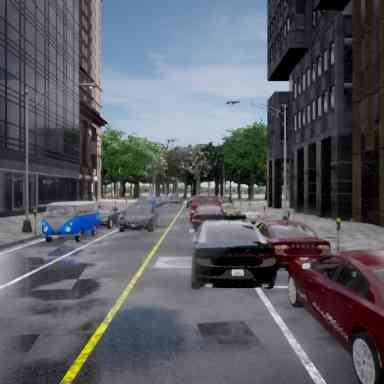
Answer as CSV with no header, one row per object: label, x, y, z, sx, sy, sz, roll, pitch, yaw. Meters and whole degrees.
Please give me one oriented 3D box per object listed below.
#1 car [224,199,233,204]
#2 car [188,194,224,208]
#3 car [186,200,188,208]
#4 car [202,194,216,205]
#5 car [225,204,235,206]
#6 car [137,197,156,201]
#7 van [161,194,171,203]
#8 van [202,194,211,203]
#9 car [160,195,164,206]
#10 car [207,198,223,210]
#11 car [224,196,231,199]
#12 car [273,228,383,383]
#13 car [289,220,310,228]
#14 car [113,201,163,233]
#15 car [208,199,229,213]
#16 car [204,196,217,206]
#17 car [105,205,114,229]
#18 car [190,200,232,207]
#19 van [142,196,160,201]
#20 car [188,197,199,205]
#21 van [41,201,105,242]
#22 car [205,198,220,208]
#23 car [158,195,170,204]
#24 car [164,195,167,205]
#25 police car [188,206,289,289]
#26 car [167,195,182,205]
car,2.863,1.527,26.962,1.752,1.417,4.829,0,0,0
car,0.958,1.224,25.219,2.150,2.045,5.566,0,0,0
car,0.194,1.499,47.149,2.128,1.511,4.902,0,0,1
car,2.986,1.329,59.418,2.192,1.841,5.009,0,0,0
car,2.821,1.526,16.087,1.752,1.417,4.829,0,0,0
car,-5.622,1.570,37.700,1.947,1.339,4.313,0,0,0
van,-5.497,1.362,70.325,1.690,1.788,3.998,0,0,0
van,3.028,1.362,70.293,1.690,1.788,3.998,0,0,0
car,-5.581,1.534,48.405,1.752,1.417,4.829,0,0,0
car,2.925,1.532,43.275,1.752,1.417,4.829,0,0,0
car,2.882,1.318,32.230,2.192,1.841,5.009,0,0,0
car,2.779,1.544,5.042,1.887,1.381,4.507,0,0,0
car,2.800,1.545,10.480,1.887,1.381,4.507,0,0,0
car,-3.028,1.505,19.698,1.837,1.490,4.892,0,0,0
car,2.904,1.555,37.667,2.008,1.369,4.403,0,0,0
car,2.966,1.451,53.980,1.967,1.590,4.097,0,0,0
car,-5.684,1.551,21.387,2.008,1.369,4.403,0,0,0
car,0.971,1.479,19.191,1.882,1.535,5.008,0,0,0
van,-5.601,1.347,43.138,1.690,1.788,3.998,0,0,0
car,0.229,1.579,60.382,1.994,1.385,4.181,0,0,0
van,-5.705,1.341,15.950,1.690,1.788,3.998,0,0,0
car,2.945,1.553,48.543,1.887,1.381,4.507,0,0,0
car,-5.518,1.458,64.887,1.967,1.590,4.097,0,0,0
car,-5.559,1.577,54.012,1.947,1.339,4.313,0,0,0
police car,0.933,1.426,9.301,1.930,1.638,5.238,0,0,0
car,-2.782,1.577,57.552,1.994,1.385,4.181,0,0,0
